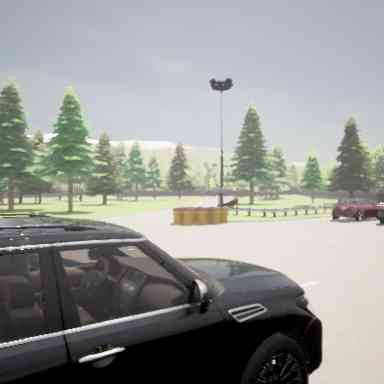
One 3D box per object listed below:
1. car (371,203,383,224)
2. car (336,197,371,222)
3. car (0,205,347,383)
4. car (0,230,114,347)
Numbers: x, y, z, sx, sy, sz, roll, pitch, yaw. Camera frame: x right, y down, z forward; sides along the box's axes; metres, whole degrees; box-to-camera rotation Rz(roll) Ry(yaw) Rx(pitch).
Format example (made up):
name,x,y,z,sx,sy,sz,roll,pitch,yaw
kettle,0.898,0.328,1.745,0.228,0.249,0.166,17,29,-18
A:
name,x,y,z,sx,sy,sz,roll,pitch,yaw
car,14.596,1.431,22.752,4.892,1.490,1.837,-1,0,-35
car,12.954,1.274,25.882,4.553,1.767,2.097,0,0,-35
car,-1.247,1.222,2.858,5.566,2.045,2.150,-1,0,-35
car,-3.655,1.564,5.439,4.181,1.385,1.994,0,0,-35
